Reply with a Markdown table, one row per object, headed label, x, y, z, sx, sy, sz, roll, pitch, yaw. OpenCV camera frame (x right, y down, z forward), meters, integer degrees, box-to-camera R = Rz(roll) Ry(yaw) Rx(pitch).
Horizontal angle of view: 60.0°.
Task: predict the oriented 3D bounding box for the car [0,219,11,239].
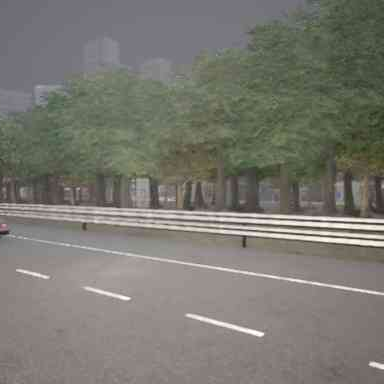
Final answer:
| label | x | y | z | sx | sy | sz | roll | pitch | yaw |
| --- | --- | --- | --- | --- | --- | --- | --- | --- | --- |
| car | -10.746 | 1.547 | 15.842 | 5.357 | 1.411 | 2.033 | 0 | 0 | 36 |
